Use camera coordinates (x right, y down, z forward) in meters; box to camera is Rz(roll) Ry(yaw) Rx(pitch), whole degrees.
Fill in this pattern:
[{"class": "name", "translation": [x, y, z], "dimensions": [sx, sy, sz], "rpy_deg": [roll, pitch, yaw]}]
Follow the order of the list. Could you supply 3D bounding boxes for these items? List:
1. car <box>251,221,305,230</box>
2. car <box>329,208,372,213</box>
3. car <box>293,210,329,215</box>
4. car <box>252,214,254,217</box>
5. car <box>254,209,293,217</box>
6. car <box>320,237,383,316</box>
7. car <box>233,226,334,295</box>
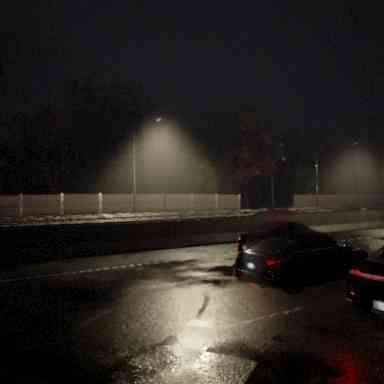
[{"class": "car", "translation": [4.050, 1.967, 14.087], "dimensions": [4.674, 1.442, 1.812], "rpy_deg": [0, -2, -31]}, {"class": "car", "translation": [16.773, 2.387, 33.980], "dimensions": [4.902, 1.511, 2.128], "rpy_deg": [0, -2, -30]}, {"class": "car", "translation": [13.701, 2.645, 36.227], "dimensions": [4.718, 1.301, 1.895], "rpy_deg": [0, -2, -30]}, {"class": "car", "translation": [9.487, 2.906, 41.858], "dimensions": [4.181, 1.385, 1.994], "rpy_deg": [0, -2, -30]}, {"class": "car", "translation": [9.939, 2.671, 38.075], "dimensions": [5.008, 1.535, 1.882], "rpy_deg": [0, -2, -30]}, {"class": "car", "translation": [5.158, 1.635, 6.625], "dimensions": [4.902, 1.511, 2.128], "rpy_deg": [0, -2, -30]}, {"class": "car", "translation": [3.237, 1.856, 9.546], "dimensions": [4.181, 1.385, 1.994], "rpy_deg": [0, -2, -31]}]
